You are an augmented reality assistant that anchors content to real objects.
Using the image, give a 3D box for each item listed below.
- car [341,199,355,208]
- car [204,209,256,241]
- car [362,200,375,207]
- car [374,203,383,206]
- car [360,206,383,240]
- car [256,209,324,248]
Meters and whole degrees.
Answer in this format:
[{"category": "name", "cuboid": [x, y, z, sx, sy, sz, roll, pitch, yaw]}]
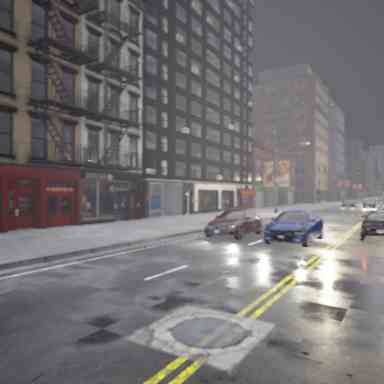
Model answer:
[{"category": "car", "cuboid": [27.927, 2.048, 59.230, 1.812, 1.442, 4.674, 0, -1, 32]}, {"category": "car", "cuboid": [2.405, 1.654, 17.940, 1.812, 1.442, 4.674, 0, 0, 32]}, {"category": "car", "cuboid": [30.608, 2.051, 57.387, 1.812, 1.442, 4.674, 0, -1, 32]}, {"category": "car", "cuboid": [19.261, 1.910, 32.528, 1.895, 1.301, 4.718, 0, 0, 32]}, {"category": "car", "cuboid": [9.993, 1.693, 17.460, 1.812, 1.442, 4.674, 0, 0, 32]}, {"category": "car", "cuboid": [4.986, 1.608, 15.906, 1.882, 1.535, 5.008, 0, 0, 32]}]
